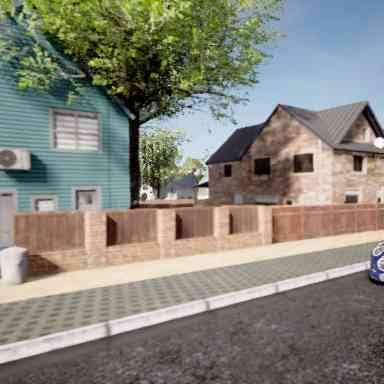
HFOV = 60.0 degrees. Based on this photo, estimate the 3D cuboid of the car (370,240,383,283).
[{"bbox_3d":[6.591,1.410,8.608,4.553,1.767,2.097,0,0,-36],"label":"car"}]
